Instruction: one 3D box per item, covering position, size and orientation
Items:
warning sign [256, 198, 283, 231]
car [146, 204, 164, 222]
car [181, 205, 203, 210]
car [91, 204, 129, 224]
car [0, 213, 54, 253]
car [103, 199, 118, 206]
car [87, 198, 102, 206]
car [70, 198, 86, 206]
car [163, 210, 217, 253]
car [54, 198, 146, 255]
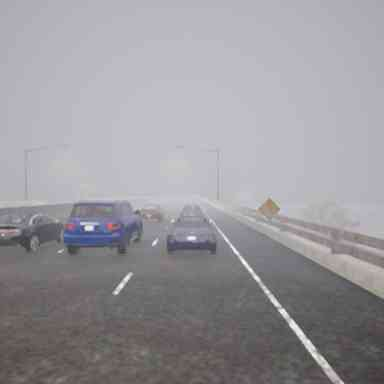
[{"bbox_3d":[4.553,1.295,19.605,1.300,1.860,1.060,1,0,0],"label":"warning sign"},{"bbox_3d":[-3.502,1.792,29.377,1.812,1.442,4.674,0,0,0],"label":"car"},{"bbox_3d":[-0.003,1.829,29.260,1.994,1.385,4.181,0,0,0],"label":"car"},{"bbox_3d":[-7.007,1.810,28.979,2.033,1.411,5.357,0,0,0],"label":"car"},{"bbox_3d":[-6.999,1.625,14.283,2.128,1.511,4.902,0,0,0],"label":"car"},{"bbox_3d":[-17.521,2.155,71.743,2.033,1.411,5.357,0,0,0],"label":"car"},{"bbox_3d":[-21.021,2.140,71.743,1.812,1.442,4.674,0,0,0],"label":"car"},{"bbox_3d":[-24.521,2.116,71.743,1.837,1.490,4.892,0,0,0],"label":"car"},{"bbox_3d":[0.001,1.697,14.307,1.994,1.385,4.181,0,0,0],"label":"car"},{"bbox_3d":[-3.502,1.346,14.029,2.150,2.045,5.566,0,0,0],"label":"car"}]
